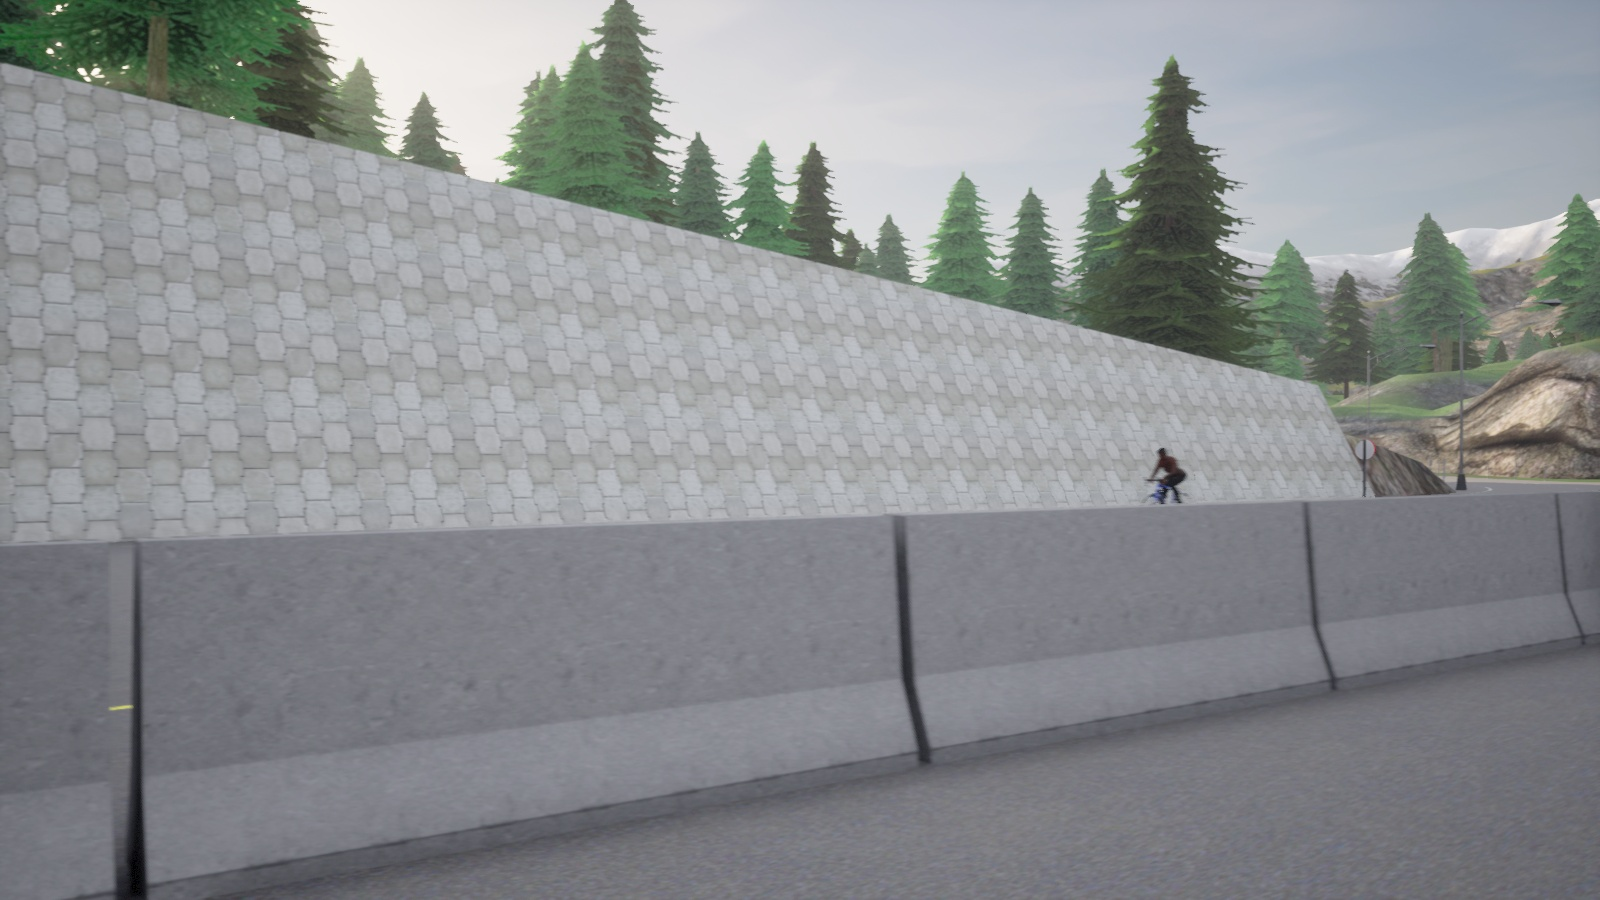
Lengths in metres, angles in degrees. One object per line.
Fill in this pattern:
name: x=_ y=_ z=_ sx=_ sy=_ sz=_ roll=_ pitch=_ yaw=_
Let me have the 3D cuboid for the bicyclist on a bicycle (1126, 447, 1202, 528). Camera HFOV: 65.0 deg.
bicyclist on a bicycle: x=7.525 y=0.745 z=25.954 sx=1.656 sy=1.620 sz=0.582 roll=-1 pitch=0 yaw=-35
